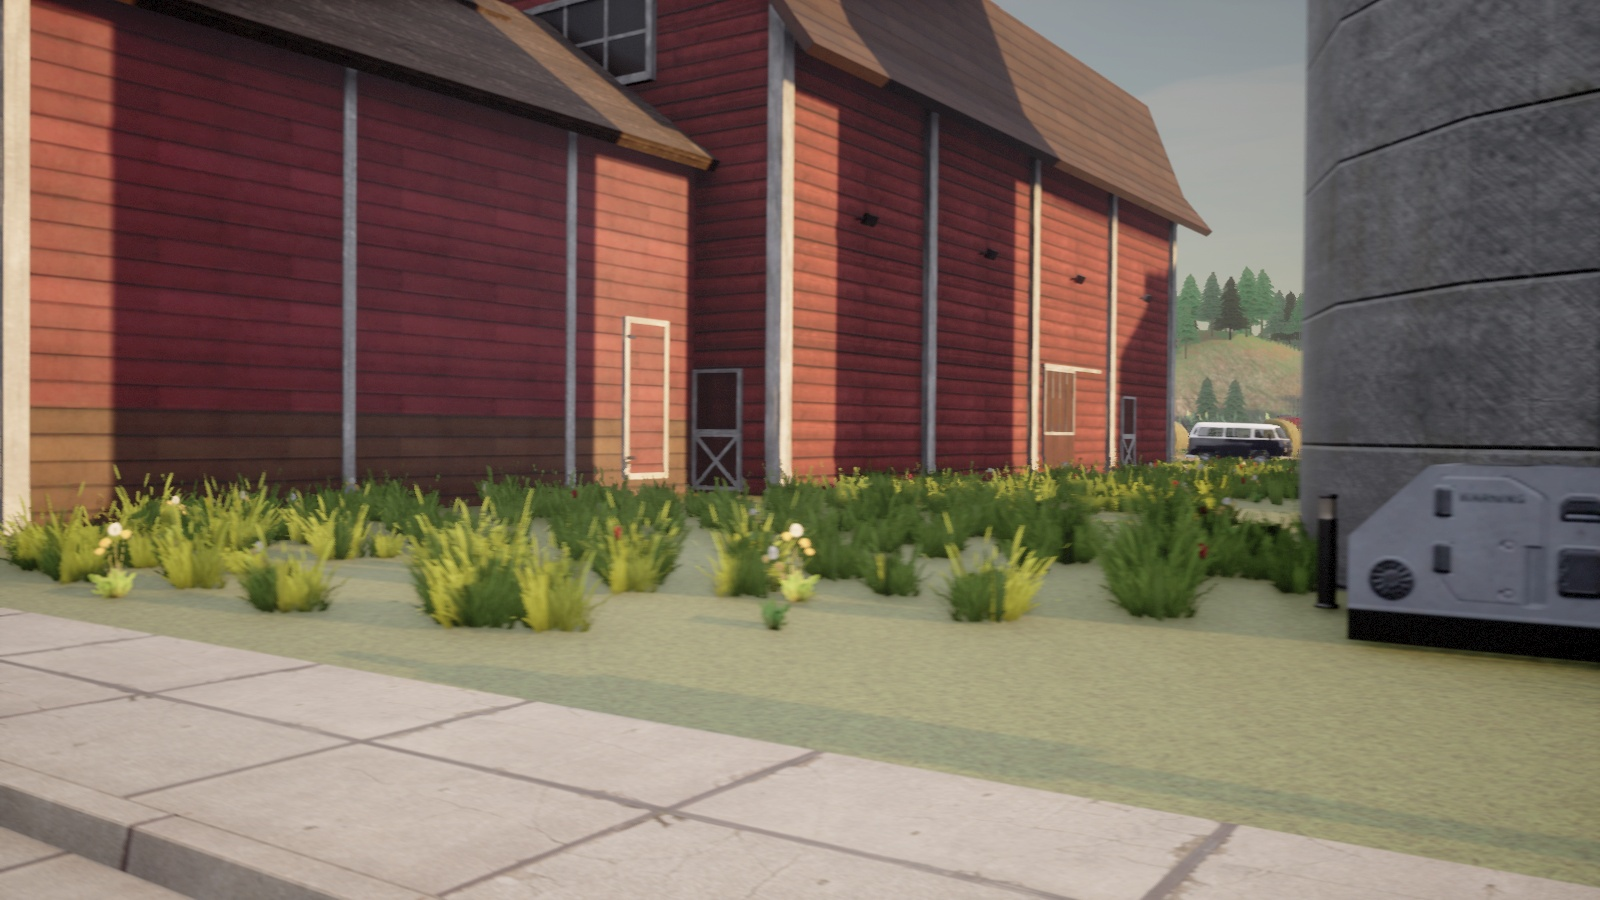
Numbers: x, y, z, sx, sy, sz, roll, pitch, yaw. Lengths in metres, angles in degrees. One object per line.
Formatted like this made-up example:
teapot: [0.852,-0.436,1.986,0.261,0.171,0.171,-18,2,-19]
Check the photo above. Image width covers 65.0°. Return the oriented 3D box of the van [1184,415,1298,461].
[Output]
van: [20.124,-0.584,57.368,4.480,2.038,2.069,1,1,34]
